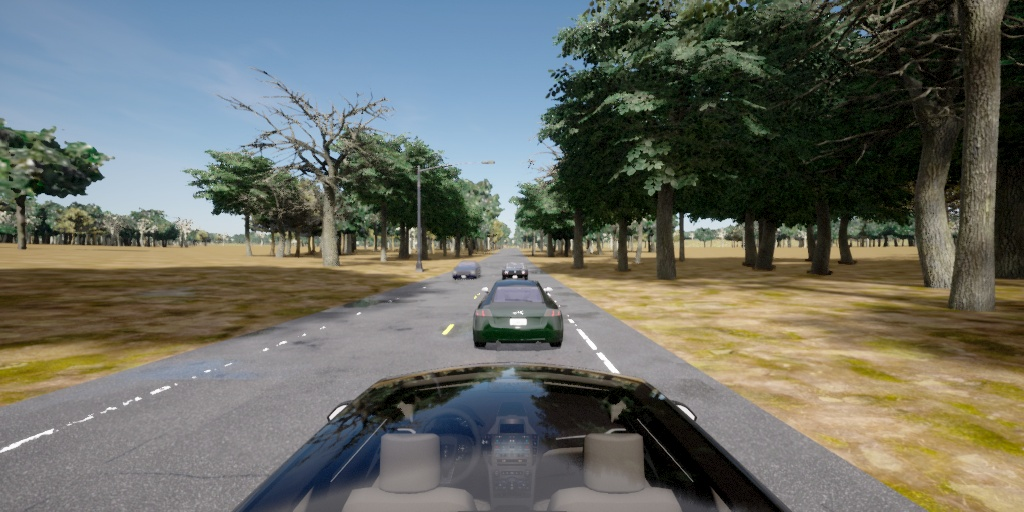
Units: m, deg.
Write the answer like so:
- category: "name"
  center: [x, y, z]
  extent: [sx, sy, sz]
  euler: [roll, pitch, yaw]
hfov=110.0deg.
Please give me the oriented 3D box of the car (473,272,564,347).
- category: "car"
  center: [0.135, 1.293, 9.247]
  extent: [1.994, 1.385, 4.181]
  euler: [0, 0, 0]

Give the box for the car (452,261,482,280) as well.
- category: "car"
  center: [-3.469, 1.089, 28.492]
  extent: [2.033, 1.411, 5.357]
  euler: [0, 1, 0]

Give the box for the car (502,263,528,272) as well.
- category: "car"
  center: [0.225, 1.157, 27.173]
  extent: [1.895, 1.301, 4.718]
  euler: [0, 1, 0]
